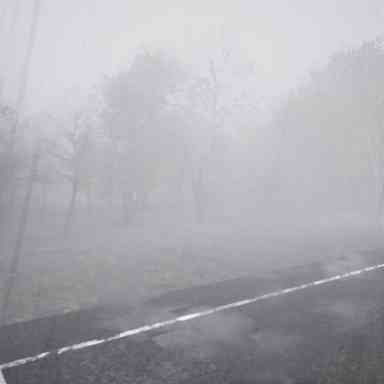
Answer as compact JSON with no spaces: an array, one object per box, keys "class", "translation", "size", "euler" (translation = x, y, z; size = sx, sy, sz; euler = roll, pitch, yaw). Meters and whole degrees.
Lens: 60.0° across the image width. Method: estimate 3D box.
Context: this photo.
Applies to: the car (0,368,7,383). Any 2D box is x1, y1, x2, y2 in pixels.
[{"class":"car","translation":[-3.284,1.351,1.403],"size":[4.553,1.767,2.097],"euler":[0,0,-35]}]
